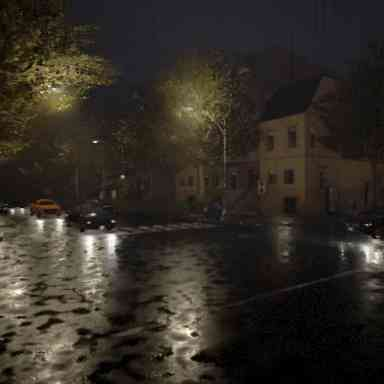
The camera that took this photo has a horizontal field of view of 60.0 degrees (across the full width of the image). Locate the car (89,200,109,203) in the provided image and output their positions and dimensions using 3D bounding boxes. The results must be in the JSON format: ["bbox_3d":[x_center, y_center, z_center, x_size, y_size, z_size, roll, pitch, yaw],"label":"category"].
[{"bbox_3d":[-8.673,1.441,30.113,2.128,1.511,4.902,0,0,-35],"label":"car"}]

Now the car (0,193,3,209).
[{"bbox_3d":[-27.075,1.209,44.622,2.435,2.045,5.566,0,0,-35],"label":"car"}]

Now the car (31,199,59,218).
[{"bbox_3d":[-13.430,1.445,30.448,1.882,1.535,5.008,0,0,-35],"label":"car"}]

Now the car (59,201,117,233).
[{"bbox_3d":[-6.257,1.516,20.090,2.033,1.411,5.357,0,0,-33],"label":"car"}]

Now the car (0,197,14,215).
[{"bbox_3d":[-19.253,1.465,32.558,2.231,1.521,4.892,0,0,-35],"label":"car"}]

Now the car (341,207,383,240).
[{"bbox_3d":[9.564,1.443,16.221,4.674,1.442,1.812,0,1,-20],"label":"car"}]

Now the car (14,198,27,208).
[{"bbox_3d":[-23.829,1.530,45.182,1.994,1.385,4.181,0,0,-35],"label":"car"}]
